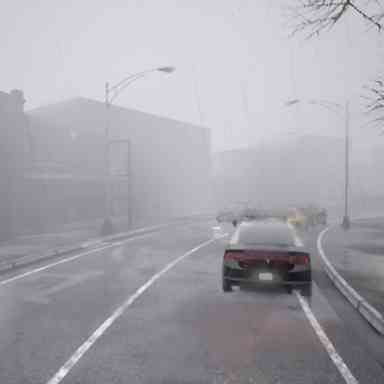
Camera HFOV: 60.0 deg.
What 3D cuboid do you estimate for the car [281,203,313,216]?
[{"bbox_3d":[5.078,1.451,17.783,1.801,1.575,5.366,1,0,26],"label":"car"}]

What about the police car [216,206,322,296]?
[{"bbox_3d":[1.973,1.418,8.901,1.930,1.638,5.238,0,0,12],"label":"police car"}]

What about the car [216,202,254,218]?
[{"bbox_3d":[3.423,1.475,23.865,1.812,1.442,4.674,1,0,33],"label":"car"}]

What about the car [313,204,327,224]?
[{"bbox_3d":[7.775,1.512,22.480,1.837,1.490,4.892,1,0,34],"label":"car"}]
